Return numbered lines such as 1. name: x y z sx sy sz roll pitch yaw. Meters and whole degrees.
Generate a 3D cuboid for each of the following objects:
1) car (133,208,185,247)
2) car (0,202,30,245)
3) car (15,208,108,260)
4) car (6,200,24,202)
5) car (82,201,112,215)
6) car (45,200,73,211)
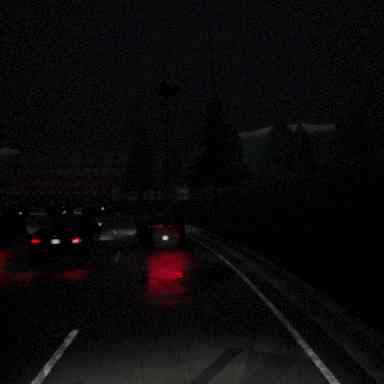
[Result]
1. car: -1.541 1.490 15.105 1.837 1.490 4.892 0 0 -13
2. car: -8.908 1.471 15.149 1.882 1.535 5.008 0 0 -15
3. car: -4.525 1.539 12.467 2.033 1.411 5.357 0 0 -10
4. car: -15.623 1.492 29.311 1.837 1.490 4.892 0 0 -35
5. car: -9.513 1.538 32.980 1.994 1.385 4.181 0 0 -34
6. car: -12.436 1.486 31.088 1.837 1.490 4.892 0 0 -34
